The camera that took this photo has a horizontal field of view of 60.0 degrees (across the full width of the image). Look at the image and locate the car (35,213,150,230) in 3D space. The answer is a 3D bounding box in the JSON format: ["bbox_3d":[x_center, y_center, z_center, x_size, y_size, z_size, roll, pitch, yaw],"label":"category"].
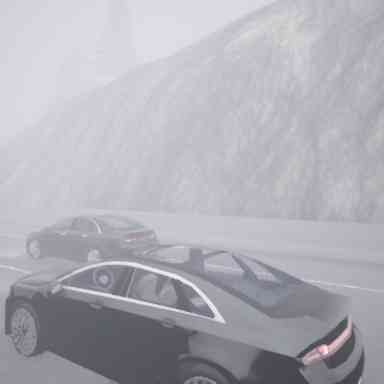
[{"bbox_3d":[-3.257,1.428,10.452,4.892,1.490,1.837,0,0,34],"label":"car"}]

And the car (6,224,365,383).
[{"bbox_3d":[-0.514,1.459,4.329,4.902,1.511,2.128,0,0,34],"label":"car"}]
